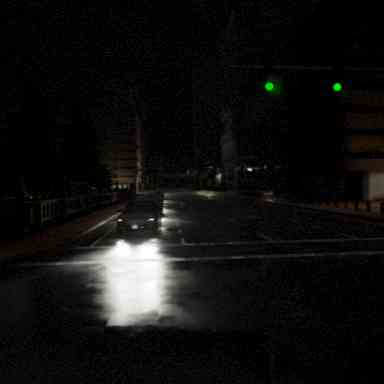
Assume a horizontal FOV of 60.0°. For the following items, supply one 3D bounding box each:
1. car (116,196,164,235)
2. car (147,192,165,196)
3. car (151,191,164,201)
[{"bbox_3d":[-2.590,1.203,16.878,2.128,1.511,4.902,-1,1,-3],"label":"car"},{"bbox_3d":[-3.333,1.012,26.749,1.882,1.535,5.008,-1,1,-4],"label":"car"},{"bbox_3d":[-5.278,0.601,51.485,1.837,1.490,4.892,-1,1,-4],"label":"car"}]
